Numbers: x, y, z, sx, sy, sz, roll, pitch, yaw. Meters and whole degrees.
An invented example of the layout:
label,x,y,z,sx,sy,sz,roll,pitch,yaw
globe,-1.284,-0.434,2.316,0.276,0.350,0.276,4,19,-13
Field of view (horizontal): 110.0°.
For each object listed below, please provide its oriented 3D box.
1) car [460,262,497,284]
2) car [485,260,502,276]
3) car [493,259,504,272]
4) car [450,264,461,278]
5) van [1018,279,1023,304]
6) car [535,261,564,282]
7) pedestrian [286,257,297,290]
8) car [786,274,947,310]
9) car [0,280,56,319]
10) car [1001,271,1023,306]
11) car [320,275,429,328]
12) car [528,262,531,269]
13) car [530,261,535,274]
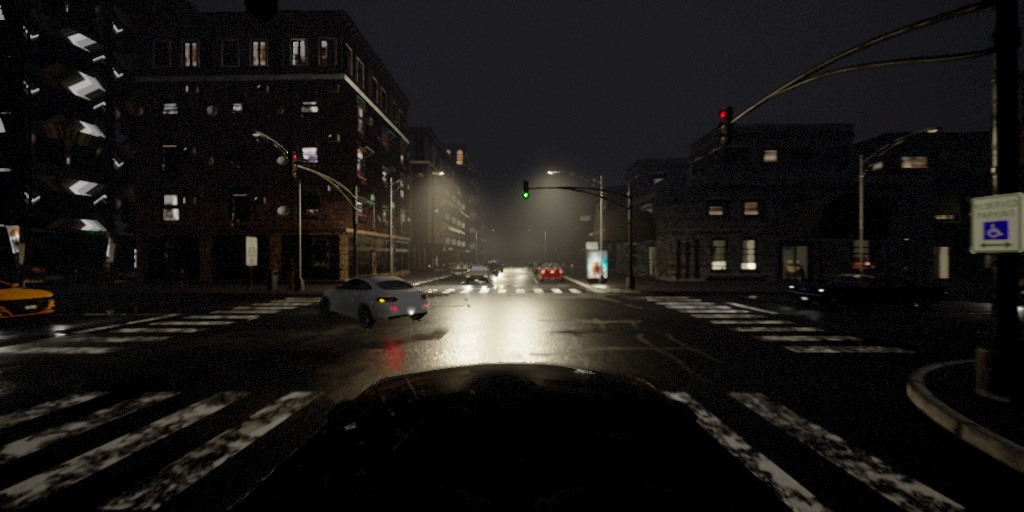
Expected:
label,x,y,z,sx,sy,sz,roll,pitch,yaw
car,-2.590,1.442,29.391,2.033,1.411,5.357,0,0,1
car,-2.398,1.472,39.313,1.812,1.442,4.674,0,0,1
car,-2.140,1.494,49.614,2.128,1.511,4.902,0,0,1
car,-5.063,1.492,36.081,2.007,1.370,4.403,0,0,1
van,14.804,1.117,8.346,3.998,1.789,1.690,0,0,1
car,3.218,1.311,30.252,1.967,1.591,4.097,0,0,1
pedestrian,-12.290,0.961,19.939,0.375,1.860,0.375,0,0,1
car,13.736,1.363,14.147,4.718,1.301,1.895,0,0,0
car,-17.559,1.337,11.256,5.008,1.535,1.882,0,0,1
car,22.654,1.307,14.055,4.181,1.385,1.994,0,0,1
car,-4.552,1.345,11.715,4.674,1.442,1.812,0,-1,43
car,3.515,1.513,47.340,2.007,1.370,4.403,0,0,1
car,3.416,1.514,41.644,1.802,1.307,4.207,0,0,1
